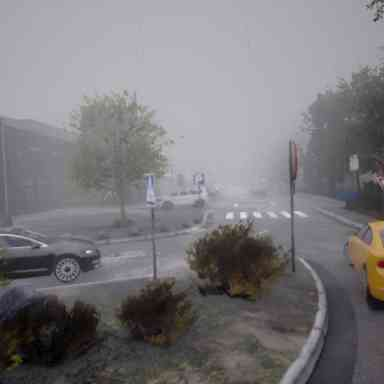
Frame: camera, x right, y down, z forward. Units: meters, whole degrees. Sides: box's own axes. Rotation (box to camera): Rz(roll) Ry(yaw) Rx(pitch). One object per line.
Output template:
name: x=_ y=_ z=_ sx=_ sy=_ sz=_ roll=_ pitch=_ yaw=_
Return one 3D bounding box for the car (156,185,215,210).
car: x=-0.943 y=0.692 z=33.797 sx=5.566 sy=2.045 sz=2.435 roll=-3 pitch=2 yaw=-13

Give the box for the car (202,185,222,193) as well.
car: x=5.113 y=-0.749 z=84.482 sx=4.553 sy=1.767 sz=2.185 roll=-3 pitch=1 yaw=-13

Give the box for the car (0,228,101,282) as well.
car: x=-5.116 y=1.778 z=9.375 sx=4.902 sy=1.511 sz=2.128 roll=-3 pitch=2 yaw=-21

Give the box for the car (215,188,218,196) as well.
car: x=-0.033 y=0.739 z=39.830 sx=5.366 sy=1.575 sz=1.946 roll=-3 pitch=1 yaw=-13

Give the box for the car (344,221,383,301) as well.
car: x=4.907 y=1.414 z=7.915 sx=1.882 sy=1.535 sz=5.008 roll=-1 pitch=1 yaw=19

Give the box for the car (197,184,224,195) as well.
car: x=4.078 y=-0.615 z=75.566 sx=5.566 sy=2.045 sz=2.435 roll=-3 pitch=1 yaw=-13

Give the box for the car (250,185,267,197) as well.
car: x=11.102 y=-0.196 z=54.758 sx=2.097 sy=1.767 sz=4.553 roll=-2 pitch=2 yaw=8

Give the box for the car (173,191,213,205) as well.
car: x=0.132 y=0.697 z=42.772 sx=4.674 sy=1.452 sz=2.002 roll=-3 pitch=1 yaw=-13

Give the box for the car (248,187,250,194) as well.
car: x=12.634 y=-0.609 z=68.226 sx=2.097 sy=1.767 sz=4.553 roll=-2 pitch=2 yaw=7

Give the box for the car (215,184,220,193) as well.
car: x=1.940 y=0.057 z=57.673 sx=4.553 sy=1.767 sz=2.185 roll=-3 pitch=2 yaw=-13

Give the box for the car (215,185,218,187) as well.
car: x=1.158 y=0.249 z=51.710 sx=4.553 sy=1.767 sz=2.185 roll=-3 pitch=1 yaw=-13

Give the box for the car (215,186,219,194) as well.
car: x=0.849 y=0.467 z=48.728 sx=5.008 sy=1.535 sz=2.097 roll=-3 pitch=2 yaw=-13

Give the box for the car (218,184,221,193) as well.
car: x=2.299 y=-0.036 z=60.652 sx=4.553 sy=1.767 sz=2.185 roll=-3 pitch=2 yaw=-13

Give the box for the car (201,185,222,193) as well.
car: x=4.755 y=-0.662 z=81.503 sx=4.553 sy=1.767 sz=2.185 roll=-3 pitch=1 yaw=-13

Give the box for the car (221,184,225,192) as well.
car: x=3.007 y=-0.346 z=66.617 sx=5.566 sy=2.045 sz=2.435 roll=-3 pitch=1 yaw=-13
